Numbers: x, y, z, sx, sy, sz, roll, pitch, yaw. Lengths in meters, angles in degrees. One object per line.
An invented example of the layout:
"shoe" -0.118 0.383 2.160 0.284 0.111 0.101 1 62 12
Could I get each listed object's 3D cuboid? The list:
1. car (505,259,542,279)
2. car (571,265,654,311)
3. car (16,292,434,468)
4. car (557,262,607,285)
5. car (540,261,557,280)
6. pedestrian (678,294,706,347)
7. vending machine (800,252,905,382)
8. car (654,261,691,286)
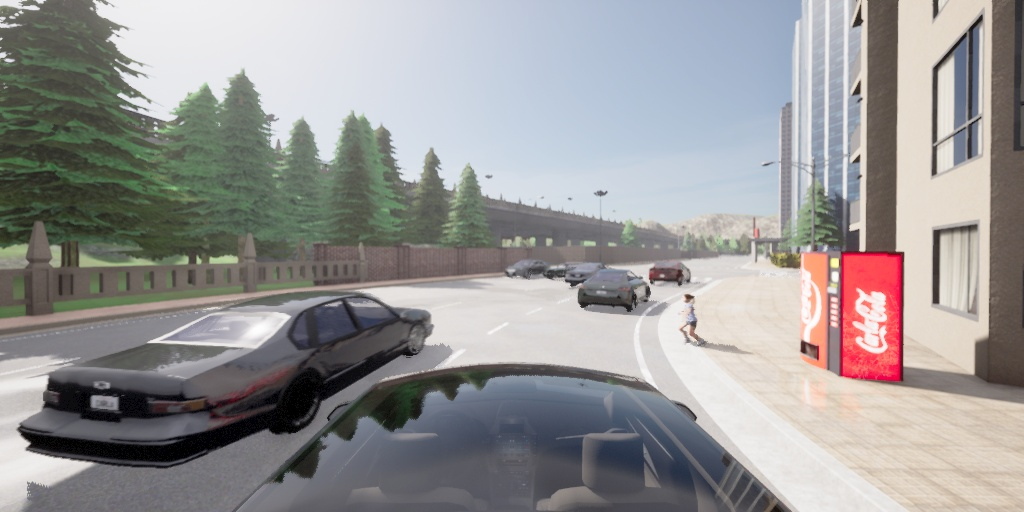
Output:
"car" 1.351 1.027 29.205 2.128 1.511 4.902 0 0 36
"car" 4.092 1.217 14.068 1.994 1.385 4.181 0 0 30
"car" -3.008 1.266 5.498 2.033 1.411 5.357 0 0 10
"car" 5.080 1.140 22.040 2.033 1.411 5.357 0 1 35
"car" 4.400 1.151 27.449 1.895 1.301 4.718 0 1 36
"pedestrian" 3.594 1.230 7.179 0.500 1.100 0.500 0 0 16
"vending machine" 5.422 0.915 5.818 1.100 2.100 0.880 0 0 14
"car" 10.456 1.060 23.607 1.882 1.535 5.008 0 0 35
